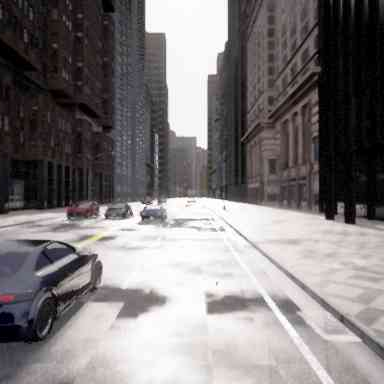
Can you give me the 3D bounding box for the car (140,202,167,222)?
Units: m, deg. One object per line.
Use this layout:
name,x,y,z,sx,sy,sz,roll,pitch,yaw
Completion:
car,-3.161,1.755,28.309,1.895,1.301,4.718,0,0,0

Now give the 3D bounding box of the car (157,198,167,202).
car,-6.521,2.017,72.365,1.994,1.385,4.181,0,-1,0

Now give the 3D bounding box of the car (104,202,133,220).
car,-6.607,1.692,30.410,1.812,1.442,4.674,0,0,0

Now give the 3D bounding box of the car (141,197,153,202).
car,-9.771,1.819,72.396,2.097,1.767,4.553,0,-1,0

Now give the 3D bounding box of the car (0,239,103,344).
car,-3.170,1.598,6.493,1.994,1.385,4.181,0,0,0

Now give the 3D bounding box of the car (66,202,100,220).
car,-9.856,1.643,30.427,1.882,1.535,5.008,0,0,0

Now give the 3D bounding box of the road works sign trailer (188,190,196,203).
road works sign trailer,-0.027,1.196,94.831,2.380,3.560,2.880,0,-1,0
